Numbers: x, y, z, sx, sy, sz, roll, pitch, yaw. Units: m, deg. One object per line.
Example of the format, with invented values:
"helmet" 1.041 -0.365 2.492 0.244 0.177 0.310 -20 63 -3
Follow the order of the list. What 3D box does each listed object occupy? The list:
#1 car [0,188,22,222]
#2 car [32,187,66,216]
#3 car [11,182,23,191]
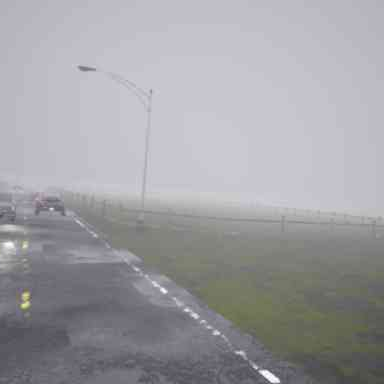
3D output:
"car" -10.388 0.690 17.805 1.837 1.490 4.892 4 0 -27
"car" -9.822 0.733 22.976 1.837 1.490 4.892 4 0 -26
"car" -32.574 -1.084 62.099 1.882 1.535 5.008 4 0 -27
